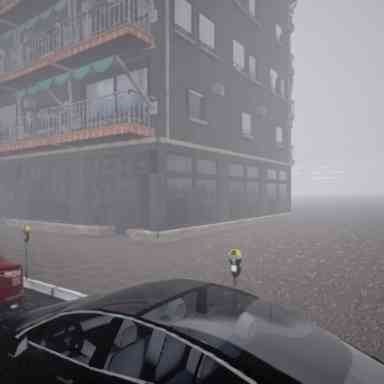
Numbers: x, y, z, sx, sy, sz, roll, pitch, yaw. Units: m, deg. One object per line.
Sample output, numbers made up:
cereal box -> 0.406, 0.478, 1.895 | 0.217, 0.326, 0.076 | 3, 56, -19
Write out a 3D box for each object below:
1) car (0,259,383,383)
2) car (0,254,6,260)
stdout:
car -> -0.468, 1.566, 3.205 | 4.313, 1.339, 1.947 | 0, 0, 35
car -> -5.063, 1.543, 6.470 | 4.507, 1.381, 1.887 | 0, 0, 35
